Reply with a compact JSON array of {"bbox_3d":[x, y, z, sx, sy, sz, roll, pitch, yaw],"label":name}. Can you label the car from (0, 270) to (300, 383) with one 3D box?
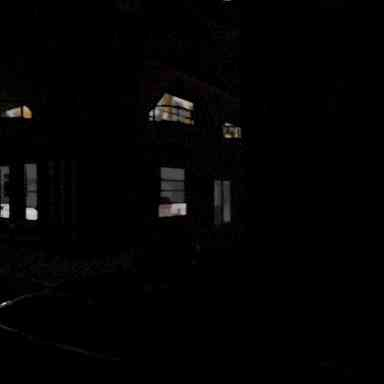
[{"bbox_3d":[-1.035,1.557,3.627,4.313,1.339,1.947,0,-1,36],"label":"car"}]
